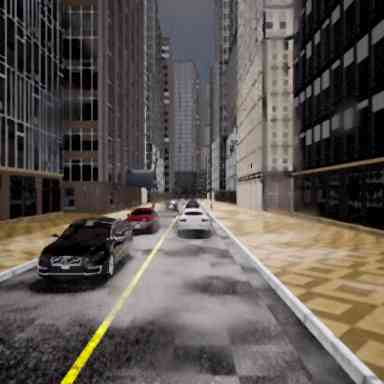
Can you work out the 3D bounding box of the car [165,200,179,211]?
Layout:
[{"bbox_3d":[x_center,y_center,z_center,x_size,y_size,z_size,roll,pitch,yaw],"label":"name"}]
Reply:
[{"bbox_3d":[-2.992,2.014,49.797,2.128,1.511,4.902,0,-1,0],"label":"car"}]

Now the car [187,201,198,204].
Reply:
[{"bbox_3d":[0.094,1.931,43.985,1.837,1.490,4.892,0,-1,0],"label":"car"}]

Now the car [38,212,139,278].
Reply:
[{"bbox_3d":[-3.090,1.603,10.560,1.837,1.490,4.892,0,0,0],"label":"car"}]

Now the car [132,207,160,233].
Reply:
[{"bbox_3d":[-3.079,1.726,21.243,1.812,1.442,4.674,0,-1,0],"label":"car"}]

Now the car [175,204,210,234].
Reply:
[{"bbox_3d":[0.104,1.718,20.367,1.812,1.442,4.674,0,0,0],"label":"car"}]
